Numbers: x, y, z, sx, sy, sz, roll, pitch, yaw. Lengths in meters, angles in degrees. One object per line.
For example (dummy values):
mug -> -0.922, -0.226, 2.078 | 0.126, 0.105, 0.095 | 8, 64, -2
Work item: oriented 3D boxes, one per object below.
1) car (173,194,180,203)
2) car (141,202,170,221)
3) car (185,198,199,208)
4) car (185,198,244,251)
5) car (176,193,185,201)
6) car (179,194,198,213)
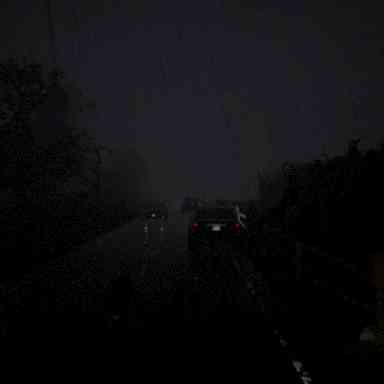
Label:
car -> -2.736, 1.361, 67.080 | 1.812, 1.442, 4.674 | 0, 0, 0
car -> -2.840, 1.521, 26.524 | 1.994, 1.385, 4.181 | 0, 0, 0
car -> 0.041, 1.508, 47.365 | 1.895, 1.301, 4.718 | 0, 0, 0
car -> 0.906, 1.332, 14.200 | 2.097, 1.767, 4.553 | 0, 0, 1
car -> -2.722, 1.161, 81.267 | 2.097, 1.767, 4.553 | 0, 0, 0
car -> 0.046, 1.288, 35.804 | 2.097, 1.767, 4.553 | 0, 0, 1
